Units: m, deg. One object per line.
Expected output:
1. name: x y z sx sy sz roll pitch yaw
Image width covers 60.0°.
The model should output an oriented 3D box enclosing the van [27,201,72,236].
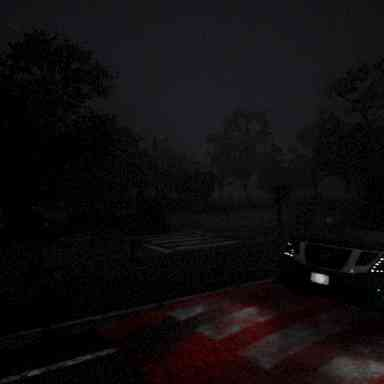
1. van: -8.792 1.540 20.329 1.878 1.987 4.442 2 -1 -36

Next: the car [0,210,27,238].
1. car: -11.138 1.733 18.833 2.163 1.488 4.792 2 -1 -36

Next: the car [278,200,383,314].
1. car: 4.214 1.177 6.683 5.566 2.045 2.150 5 -3 -35
